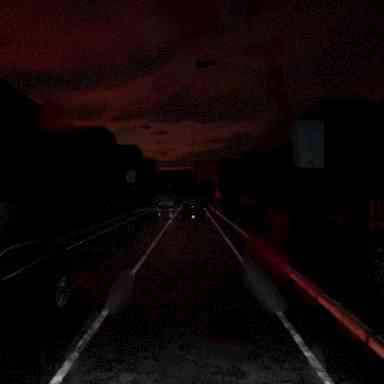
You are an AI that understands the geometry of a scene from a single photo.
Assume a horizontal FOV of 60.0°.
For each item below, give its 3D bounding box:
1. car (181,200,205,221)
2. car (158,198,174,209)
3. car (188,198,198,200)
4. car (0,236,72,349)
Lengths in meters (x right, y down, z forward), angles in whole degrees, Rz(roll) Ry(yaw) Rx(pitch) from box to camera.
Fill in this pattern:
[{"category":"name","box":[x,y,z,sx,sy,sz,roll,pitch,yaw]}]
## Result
[{"category":"car","box":[0.096,1.614,27.575,1.895,1.301,4.718,0,0,0]},{"category":"car","box":[-3.553,1.592,45.915,1.812,1.442,4.674,0,0,0]},{"category":"car","box":[0.100,1.560,42.873,1.837,1.490,4.892,0,0,0]},{"category":"car","box":[-3.333,1.490,4.884,2.128,1.511,4.902,0,0,0]}]
